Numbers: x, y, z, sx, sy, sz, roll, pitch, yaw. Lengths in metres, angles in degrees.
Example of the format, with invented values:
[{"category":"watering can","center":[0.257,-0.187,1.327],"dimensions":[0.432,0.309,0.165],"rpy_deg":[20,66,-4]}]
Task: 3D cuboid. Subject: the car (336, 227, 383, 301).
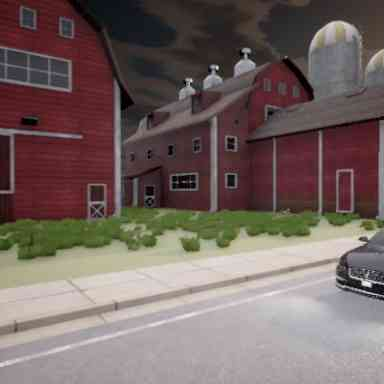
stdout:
[{"category":"car","center":[5.259,1.432,7.602],"dimensions":[4.892,1.490,1.837],"rpy_deg":[-1,1,-35]}]
